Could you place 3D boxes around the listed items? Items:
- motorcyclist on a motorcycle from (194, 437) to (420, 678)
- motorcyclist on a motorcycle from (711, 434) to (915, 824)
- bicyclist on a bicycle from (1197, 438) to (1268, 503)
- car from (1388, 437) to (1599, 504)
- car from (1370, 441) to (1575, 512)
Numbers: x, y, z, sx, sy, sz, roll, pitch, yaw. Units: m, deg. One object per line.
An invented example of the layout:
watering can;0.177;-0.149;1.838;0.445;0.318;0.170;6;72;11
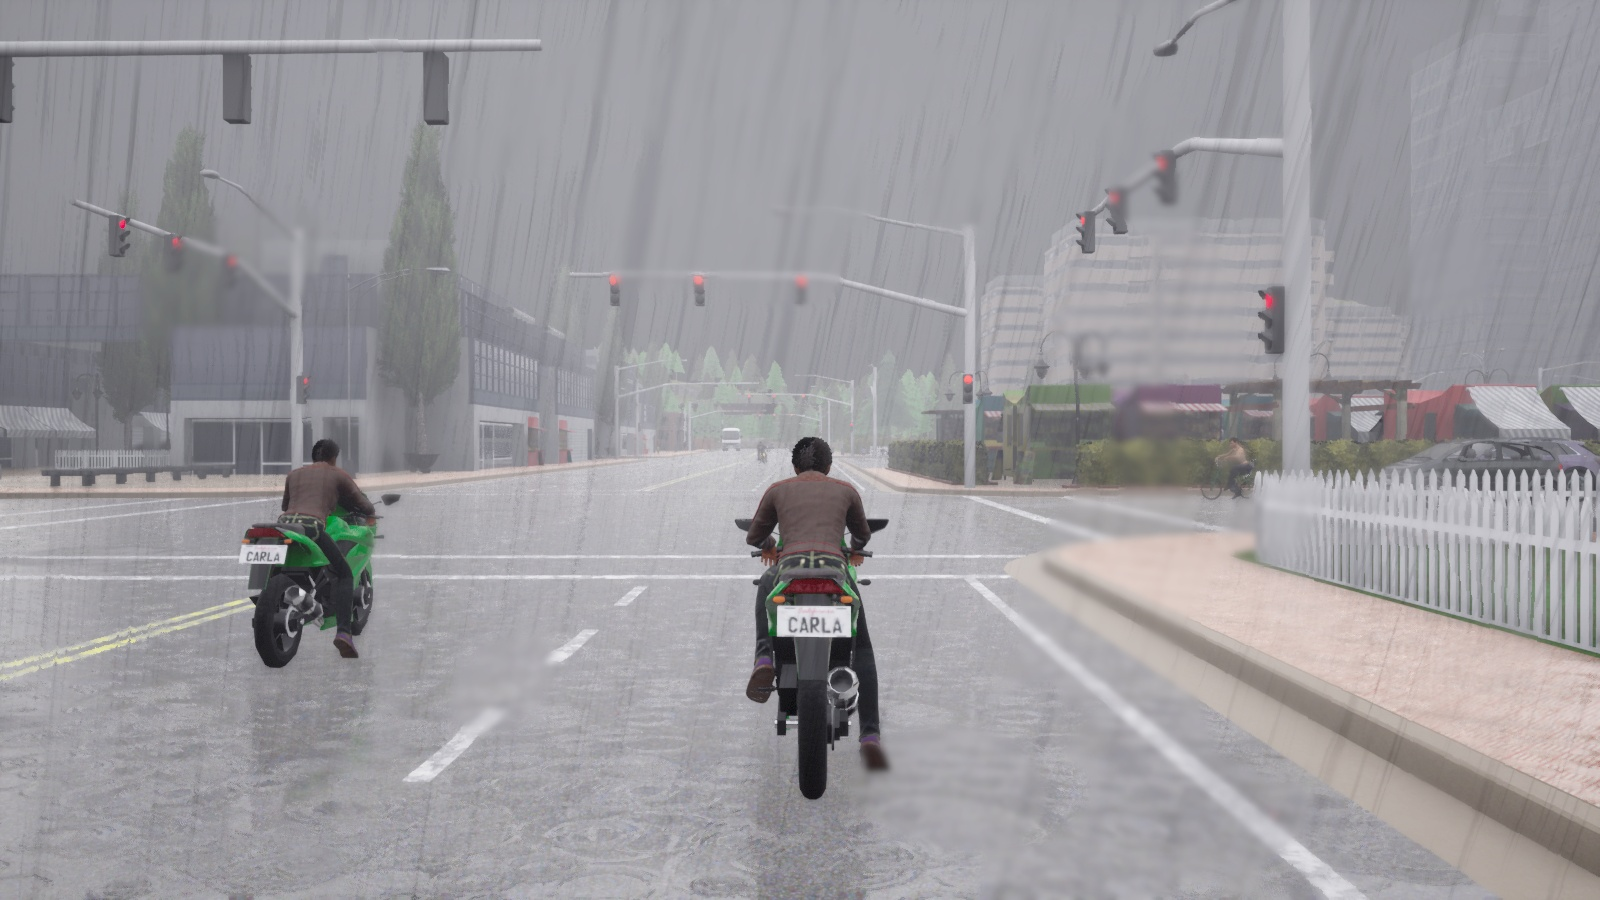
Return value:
motorcyclist on a motorcycle;-3.424;0.675;8.958;0.797;1.523;2.044;0;0;0
motorcyclist on a motorcycle;0.056;0.695;5.932;0.797;1.523;2.044;0;0;0
bicyclist on a bicycle;11.005;0.511;31.967;1.509;1.612;0.866;0;0;-1
car;17.933;0.510;32.101;4.856;1.649;2.033;0;0;-1
car;15.225;0.576;28.550;3.705;1.549;1.789;0;0;-1
